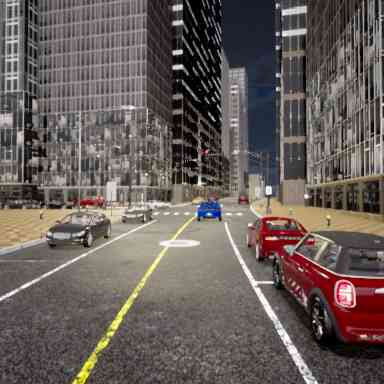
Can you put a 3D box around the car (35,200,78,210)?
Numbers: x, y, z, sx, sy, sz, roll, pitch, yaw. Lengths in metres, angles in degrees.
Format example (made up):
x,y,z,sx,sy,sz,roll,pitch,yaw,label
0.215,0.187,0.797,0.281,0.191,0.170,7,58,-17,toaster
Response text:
x,y,z,sx,sy,sz,roll,pitch,yaw,label
-16.948,1.635,41.919,4.313,1.339,1.947,0,-1,13,car

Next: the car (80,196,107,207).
x,y,z,sx,sy,sz,roll,pitch,yaw,label
-15.134,1.532,49.590,5.009,1.841,2.192,0,-1,13,car

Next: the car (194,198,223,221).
x,y,z,sx,sy,sz,roll,pitch,yaw,label
1.486,1.492,27.120,1.882,1.535,5.008,0,0,5,car

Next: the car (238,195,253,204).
x,y,z,sx,sy,sz,roll,pitch,yaw,label
10.095,1.406,65.066,2.192,1.841,5.009,1,0,13,car

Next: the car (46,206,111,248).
x,y,z,sx,sy,sz,roll,pitch,yaw,label
-4.877,1.560,14.863,2.008,1.369,4.403,1,0,3,car

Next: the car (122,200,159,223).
x,y,z,sx,sy,sz,roll,pitch,yaw,label
-4.122,1.572,25.653,2.008,1.369,4.403,1,0,5,car

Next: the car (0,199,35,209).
x,y,z,sx,sy,sz,roll,pitch,yaw,label
-22.388,1.651,43.210,4.403,1.369,2.008,0,-1,13,car

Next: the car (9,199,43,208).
x,y,z,sx,sy,sz,roll,pitch,yaw,label
-26.020,1.830,52.171,4.403,1.369,2.008,0,-1,13,car

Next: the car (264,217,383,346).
x,y,z,sx,sy,sz,roll,pitch,yaw,label
2.816,1.441,6.313,1.967,1.590,4.097,1,0,2,car

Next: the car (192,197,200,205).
x,y,z,sx,sy,sz,roll,pitch,yaw,label
1.177,1.636,62.514,1.752,1.417,4.829,1,0,12,car

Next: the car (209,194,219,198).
x,y,z,sx,sy,sz,roll,pitch,yaw,label
5.177,1.486,78.752,2.192,1.841,5.009,1,0,14,car

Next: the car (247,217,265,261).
x,y,z,sx,sy,sz,roll,pitch,yaw,label
3.009,1.546,11.953,1.887,1.381,4.507,1,0,3,car

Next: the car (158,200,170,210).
x,y,z,sx,sy,sz,roll,pitch,yaw,label
-5.336,1.698,44.000,4.718,1.301,1.895,-1,-1,30,car
